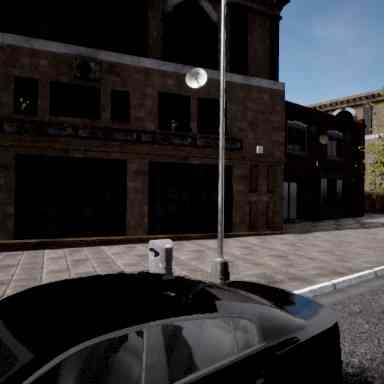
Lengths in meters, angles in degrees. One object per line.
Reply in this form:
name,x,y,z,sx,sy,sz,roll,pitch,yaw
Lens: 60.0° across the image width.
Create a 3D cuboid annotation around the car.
car,-0.888,1.478,2.475,5.008,1.535,1.882,0,0,-36
